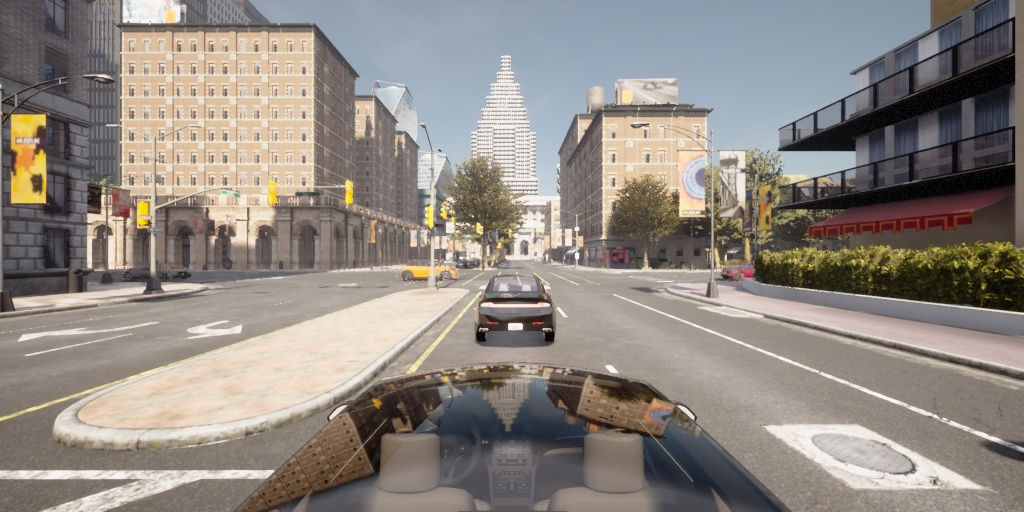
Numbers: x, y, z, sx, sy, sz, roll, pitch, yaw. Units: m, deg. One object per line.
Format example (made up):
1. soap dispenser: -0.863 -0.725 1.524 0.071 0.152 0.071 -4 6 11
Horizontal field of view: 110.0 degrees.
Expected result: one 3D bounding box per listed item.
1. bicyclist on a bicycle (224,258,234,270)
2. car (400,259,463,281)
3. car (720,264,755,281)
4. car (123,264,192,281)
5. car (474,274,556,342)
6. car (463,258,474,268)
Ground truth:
1. bicyclist on a bicycle: -37.237 1.050 47.206 0.582 1.620 1.656 0 0 0
2. car: -6.657 1.102 29.359 4.553 1.767 2.097 0 0 0
3. car: 19.540 1.314 29.467 4.181 1.385 1.994 0 0 0
4. car: -28.857 1.314 29.270 4.181 1.385 1.994 0 0 0
5. car: 0.082 1.242 9.797 2.128 1.511 4.902 0 0 0
6. car: -8.002 1.241 58.545 2.128 1.511 4.902 0 0 0
